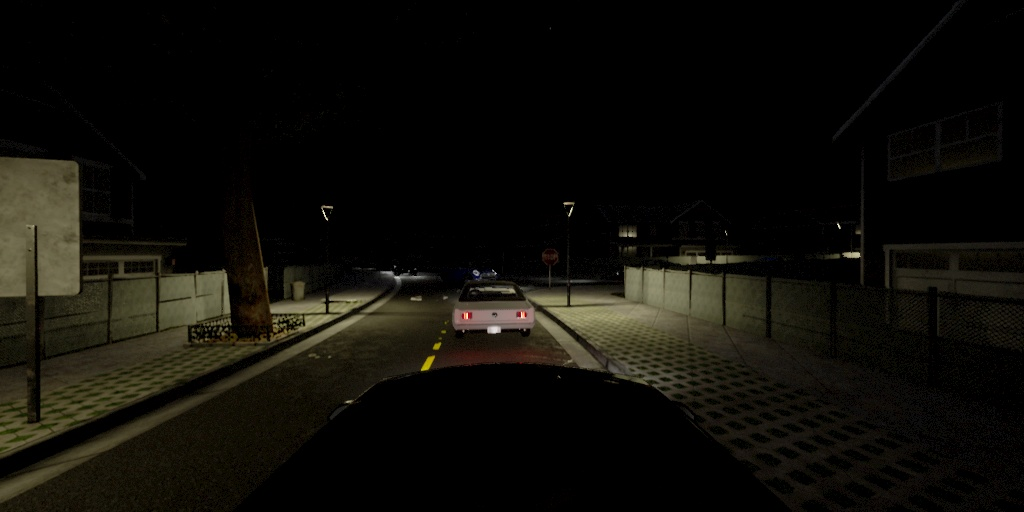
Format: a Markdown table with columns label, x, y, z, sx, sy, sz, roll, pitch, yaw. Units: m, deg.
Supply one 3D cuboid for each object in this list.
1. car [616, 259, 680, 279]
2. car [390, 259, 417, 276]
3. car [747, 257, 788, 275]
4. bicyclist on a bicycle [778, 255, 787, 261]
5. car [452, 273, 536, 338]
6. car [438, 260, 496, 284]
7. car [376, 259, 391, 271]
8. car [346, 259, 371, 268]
| label | x | y | z | sx | sy | sz | roll | pitch | yaw |
| --- | --- | --- | --- | --- | --- | --- | --- | --- | --- |
| car | 10.269 | 1.011 | 27.010 | 4.902 | 1.511 | 2.128 | -1 | 1 | -9 |
| car | -10.949 | 1.215 | 36.715 | 1.837 | 1.490 | 4.892 | 0 | 0 | -25 |
| car | 20.434 | 0.866 | 28.641 | 5.008 | 1.535 | 1.882 | -1 | 1 | -10 |
| bicyclist on a bicycle | 16.607 | 0.792 | 22.012 | 0.582 | 1.620 | 1.656 | -1 | 0 | -9 |
| car | -0.612 | 1.344 | 10.154 | 1.895 | 1.301 | 4.718 | 0 | 0 | -6 |
| car | -3.078 | 1.070 | 24.666 | 4.553 | 1.767 | 2.097 | 0 | 0 | 44 |
| car | -16.405 | 1.303 | 46.948 | 1.895 | 1.301 | 4.718 | 0 | 0 | -33 |
| car | -24.621 | 1.262 | 58.170 | 2.033 | 1.411 | 5.357 | 0 | 0 | -40 |
